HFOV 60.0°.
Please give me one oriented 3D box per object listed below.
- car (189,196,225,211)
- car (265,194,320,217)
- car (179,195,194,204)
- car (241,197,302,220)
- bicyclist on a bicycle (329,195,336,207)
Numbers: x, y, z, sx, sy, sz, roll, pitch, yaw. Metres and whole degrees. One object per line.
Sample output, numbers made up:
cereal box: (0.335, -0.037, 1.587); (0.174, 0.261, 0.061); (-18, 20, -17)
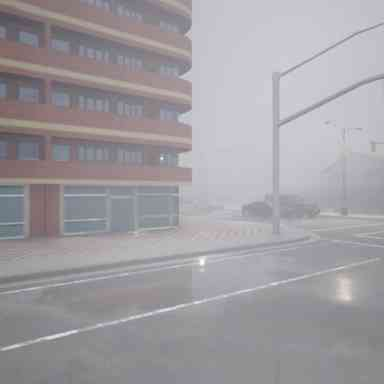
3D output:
car: (1.975, 1.525, 40.334); (1.812, 1.442, 4.674); (0, 0, -35)
car: (8.854, 1.221, 30.344); (2.150, 2.045, 5.566); (0, 0, -34)
car: (-2.064, 1.525, 60.548); (1.812, 1.442, 4.674); (0, 0, -34)
car: (6.288, 1.477, 27.858); (1.882, 1.535, 5.008); (0, 0, -34)
bicyclist on a bicycle: (19.354, 1.300, 45.898); (1.656, 1.620, 0.582); (0, 0, -35)
